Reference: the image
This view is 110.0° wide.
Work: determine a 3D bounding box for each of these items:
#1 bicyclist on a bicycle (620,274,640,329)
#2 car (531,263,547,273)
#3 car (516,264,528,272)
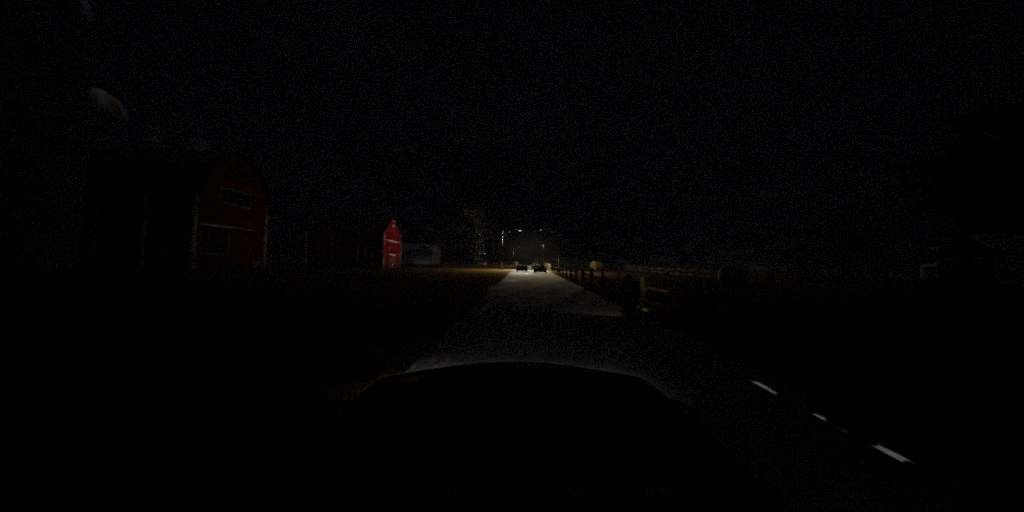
[{"bbox_3d":[3.703,1.393,11.267,0.582,1.620,1.656,1,-1,2],"label":"bicyclist on a bicycle"},{"bbox_3d":[4.479,1.983,57.505,1.994,1.385,4.181,1,-1,2],"label":"car"},{"bbox_3d":[1.580,1.950,57.674,1.895,1.301,4.718,1,-1,2],"label":"car"}]
